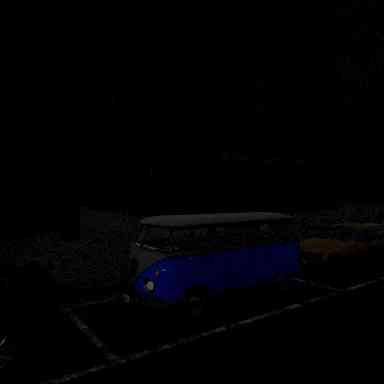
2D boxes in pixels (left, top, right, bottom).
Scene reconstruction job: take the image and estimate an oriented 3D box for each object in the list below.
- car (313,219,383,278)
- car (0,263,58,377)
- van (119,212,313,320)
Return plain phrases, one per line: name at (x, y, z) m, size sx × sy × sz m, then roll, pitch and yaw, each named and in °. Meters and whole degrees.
car at (4.844, 1.526, 10.109) m, size 4.829 × 1.417 × 1.752 m, roll 0°, pitch 0°, yaw -36°
car at (-3.870, 1.566, 3.891) m, size 4.313 × 1.339 × 1.947 m, roll 0°, pitch 0°, yaw -36°
van at (0.556, 1.341, 7.049) m, size 3.998 × 1.788 × 1.690 m, roll 0°, pitch 0°, yaw -36°
